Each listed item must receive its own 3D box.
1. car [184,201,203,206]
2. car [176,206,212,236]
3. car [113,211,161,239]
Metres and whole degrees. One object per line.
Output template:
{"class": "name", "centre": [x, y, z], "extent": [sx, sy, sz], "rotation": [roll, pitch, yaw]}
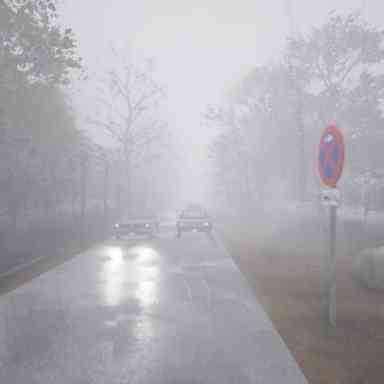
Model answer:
{"class": "car", "centre": [0.198, 1.771, 37.131], "extent": [1.837, 1.490, 4.892], "rotation": [0, -1, 0]}
{"class": "car", "centre": [0.125, 1.704, 19.305], "extent": [1.895, 1.301, 4.718], "rotation": [0, 0, 0]}
{"class": "car", "centre": [-2.826, 1.694, 17.911], "extent": [1.895, 1.301, 4.718], "rotation": [0, -1, 0]}
